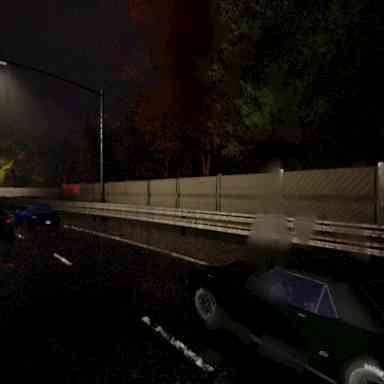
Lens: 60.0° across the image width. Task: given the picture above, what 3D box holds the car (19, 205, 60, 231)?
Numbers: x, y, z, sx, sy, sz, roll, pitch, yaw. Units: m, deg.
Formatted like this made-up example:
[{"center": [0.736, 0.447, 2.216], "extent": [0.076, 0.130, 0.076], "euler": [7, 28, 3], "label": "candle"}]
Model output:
[{"center": [-9.610, 1.518, 20.491], "extent": [1.812, 1.442, 4.674], "euler": [0, 0, -40], "label": "car"}]

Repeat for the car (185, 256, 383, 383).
[{"center": [1.778, 1.599, 4.764], "extent": [1.895, 1.301, 4.718], "euler": [0, 0, -31], "label": "car"}]

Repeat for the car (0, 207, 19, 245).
[{"center": [-9.474, 1.346, 14.849], "extent": [2.097, 1.767, 4.553], "euler": [0, 0, -39], "label": "car"}]
